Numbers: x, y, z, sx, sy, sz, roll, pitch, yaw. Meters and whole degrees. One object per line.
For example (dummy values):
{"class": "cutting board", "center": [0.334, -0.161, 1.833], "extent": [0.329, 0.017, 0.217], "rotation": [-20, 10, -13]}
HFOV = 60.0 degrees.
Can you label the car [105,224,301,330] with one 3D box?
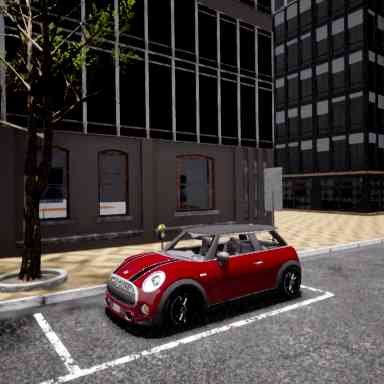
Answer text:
{"class": "car", "center": [0.334, 1.439, 6.813], "extent": [4.097, 1.590, 1.967], "rotation": [0, -1, -35]}
